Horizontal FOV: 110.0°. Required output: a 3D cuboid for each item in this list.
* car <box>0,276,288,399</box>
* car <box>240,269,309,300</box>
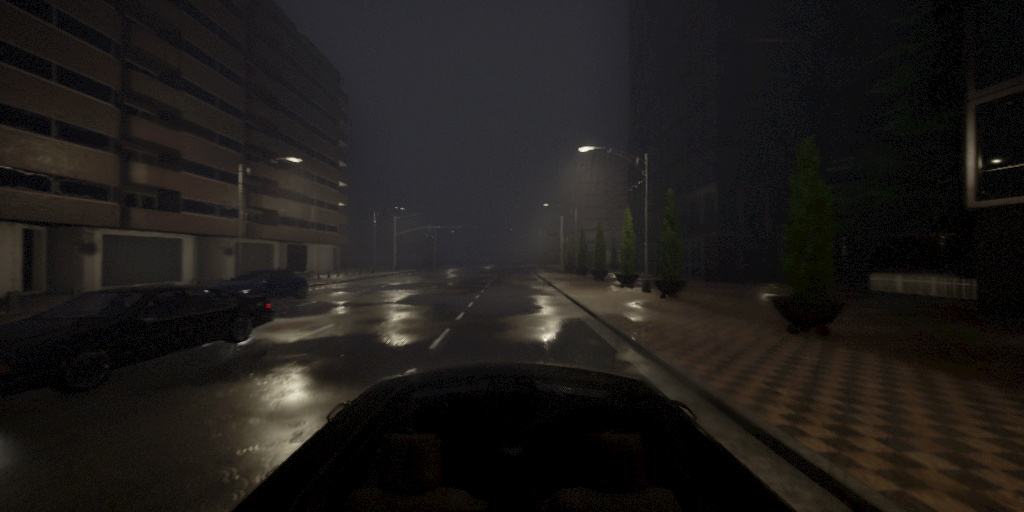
[{"bbox_3d":[-7.086,1.298,6.924,2.033,1.411,5.357,0,0,0],"label":"car"},{"bbox_3d":[-10.575,1.300,15.275,1.812,1.442,4.674,0,0,0],"label":"car"}]
